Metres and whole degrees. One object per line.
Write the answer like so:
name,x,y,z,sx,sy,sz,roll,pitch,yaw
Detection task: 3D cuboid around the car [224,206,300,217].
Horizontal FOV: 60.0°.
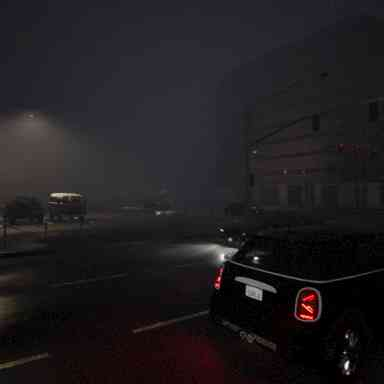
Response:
car,3.795,1.546,15.016,5.357,1.411,2.033,0,0,-32

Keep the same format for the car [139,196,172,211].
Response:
car,-4.451,1.407,42.051,2.097,1.767,4.553,0,0,-35

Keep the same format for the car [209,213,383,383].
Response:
car,2.554,1.352,5.625,4.553,1.767,2.097,0,0,-35

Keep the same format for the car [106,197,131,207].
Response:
car,-12.012,1.543,52.735,2.128,1.511,4.902,0,0,-35

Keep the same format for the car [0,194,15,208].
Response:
car,-31.779,1.209,56.421,1.932,1.855,4.605,0,0,-35

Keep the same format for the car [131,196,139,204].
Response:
car,-8.966,1.581,60.823,1.812,1.442,4.674,0,0,-36

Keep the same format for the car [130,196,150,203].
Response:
car,-10.986,1.601,69.677,2.033,1.411,5.357,0,0,-35

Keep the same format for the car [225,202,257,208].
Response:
car,4.716,1.581,29.140,1.812,1.442,4.674,0,0,-35

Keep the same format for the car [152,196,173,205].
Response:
car,-5.472,1.581,61.948,1.812,1.442,4.674,0,0,-35

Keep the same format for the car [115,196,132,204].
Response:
car,-14.023,1.619,67.943,1.994,1.385,4.181,0,0,-35
